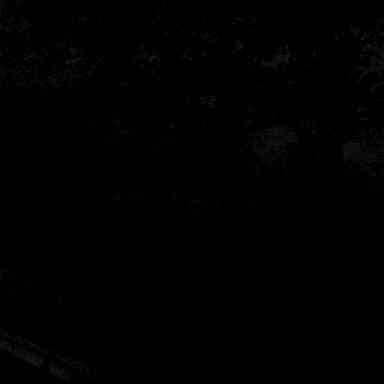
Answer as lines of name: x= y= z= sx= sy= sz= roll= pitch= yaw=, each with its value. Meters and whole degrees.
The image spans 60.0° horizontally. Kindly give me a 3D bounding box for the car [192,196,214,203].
car: x=2.529 y=1.940 z=91.893 sx=2.435 sy=2.045 sz=5.566 roll=5 pitch=1 yaw=43
